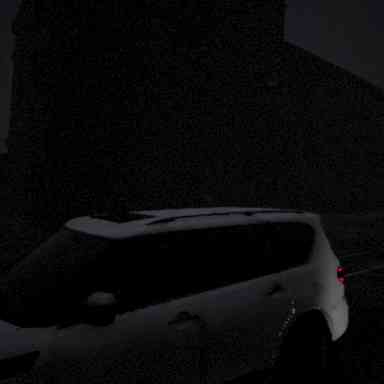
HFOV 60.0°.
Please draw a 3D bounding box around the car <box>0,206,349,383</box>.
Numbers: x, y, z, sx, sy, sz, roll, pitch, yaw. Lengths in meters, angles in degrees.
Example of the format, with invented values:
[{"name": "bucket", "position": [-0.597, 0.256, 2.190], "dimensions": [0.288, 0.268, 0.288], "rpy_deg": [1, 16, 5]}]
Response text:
[{"name": "car", "position": [-0.581, 1.225, 3.577], "dimensions": [5.566, 2.045, 2.150], "rpy_deg": [0, 0, -35]}]
